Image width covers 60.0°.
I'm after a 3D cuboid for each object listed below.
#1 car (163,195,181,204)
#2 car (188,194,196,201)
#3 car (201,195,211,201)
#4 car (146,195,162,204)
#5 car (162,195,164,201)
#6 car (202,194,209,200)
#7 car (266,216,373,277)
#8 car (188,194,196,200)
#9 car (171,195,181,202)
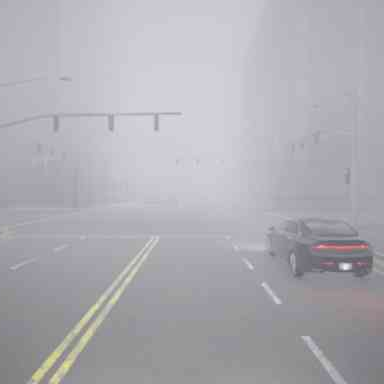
[{"bbox_3d":[-3.538,1.390,59.433,1.882,1.535,5.008,0,0,1],"label":"car"},{"bbox_3d":[0.006,1.410,77.201,2.128,1.511,4.902,0,0,0],"label":"car"},{"bbox_3d":[3.506,1.409,77.513,2.128,1.511,4.902,0,0,0],"label":"car"},{"bbox_3d":[-7.036,1.476,59.348,1.994,1.385,4.181,0,0,1],"label":"car"},{"bbox_3d":[-6.994,1.390,74.843,1.837,1.490,4.892,0,0,0],"label":"car"},{"bbox_3d":[3.507,1.381,86.588,1.812,1.442,4.674,0,0,0],"label":"car"},{"bbox_3d":[3.574,1.489,10.137,1.837,1.490,4.892,0,0,0],"label":"car"},{"bbox_3d":[0.007,1.382,86.588,2.128,1.511,4.902,0,0,0],"label":"car"},{"bbox_3d":[-3.494,1.430,74.919,2.033,1.411,5.357,0,0,0],"label":"car"}]
